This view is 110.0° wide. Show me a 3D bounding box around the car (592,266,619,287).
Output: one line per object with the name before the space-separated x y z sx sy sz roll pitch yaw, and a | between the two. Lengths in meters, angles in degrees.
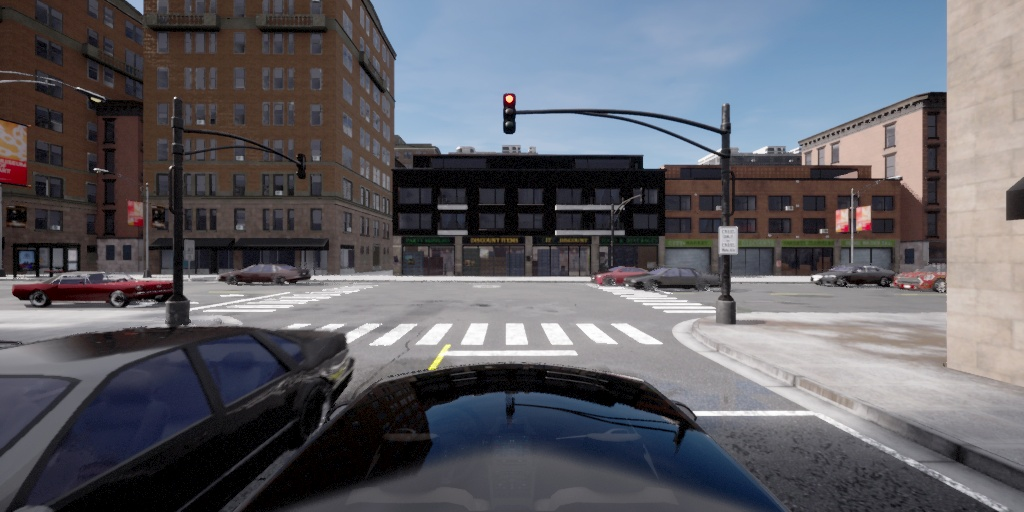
car | 7.564 1.359 24.459 4.181 1.385 1.994 0 0 -1

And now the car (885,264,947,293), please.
car | 25.859 1.242 21.451 4.553 1.767 2.097 0 0 -1

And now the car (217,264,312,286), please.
car | -16.515 1.225 24.143 5.357 1.411 2.033 0 0 -1

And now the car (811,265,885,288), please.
car | 23.376 1.370 24.668 4.902 1.511 2.128 0 0 -1

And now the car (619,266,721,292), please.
car | 9.468 1.353 21.237 5.357 1.411 2.033 0 0 -1

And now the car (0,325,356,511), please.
car | -2.930 1.297 2.449 2.033 1.411 5.357 0 0 -1

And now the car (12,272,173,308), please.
car | -16.204 1.280 14.193 4.718 1.301 1.895 0 0 -1
